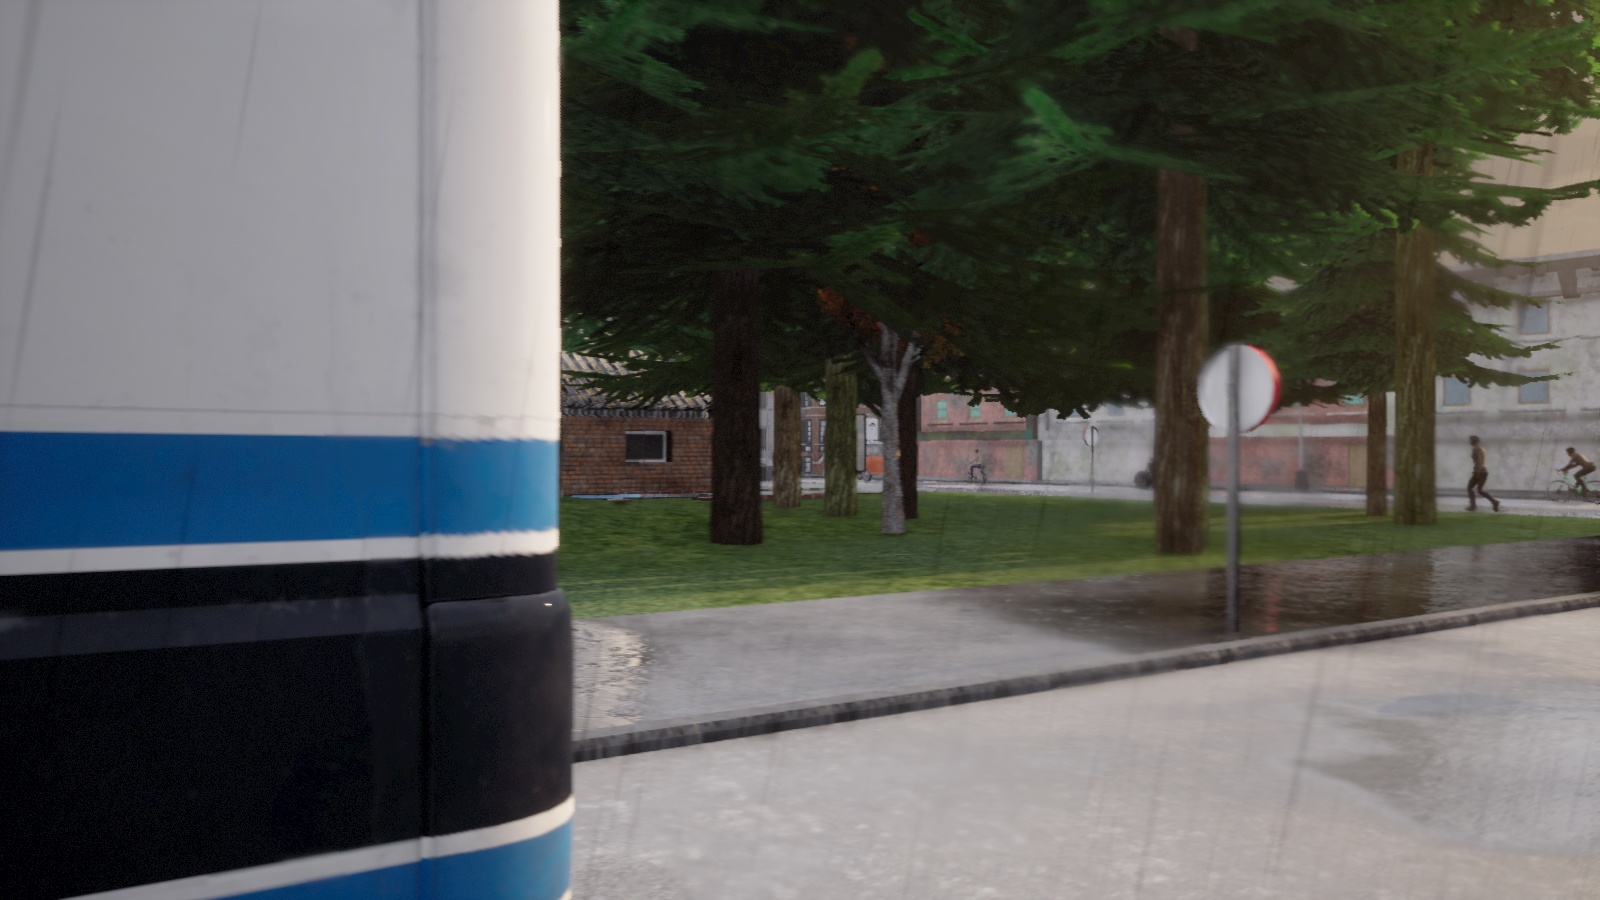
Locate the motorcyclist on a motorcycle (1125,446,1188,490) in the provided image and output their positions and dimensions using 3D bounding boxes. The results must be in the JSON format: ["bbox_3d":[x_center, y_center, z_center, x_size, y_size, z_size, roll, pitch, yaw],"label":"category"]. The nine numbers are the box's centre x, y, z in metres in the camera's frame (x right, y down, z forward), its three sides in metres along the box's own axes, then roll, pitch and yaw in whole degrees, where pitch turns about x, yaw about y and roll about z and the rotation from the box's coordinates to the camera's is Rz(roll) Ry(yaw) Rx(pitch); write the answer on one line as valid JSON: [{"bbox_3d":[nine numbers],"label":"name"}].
[{"bbox_3d":[13.625,0.679,48.050,0.766,1.649,2.350,0,0,-35],"label":"motorcyclist on a motorcycle"}]

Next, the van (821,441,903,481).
[{"bbox_3d":[3.099,0.541,63.363,1.775,1.987,4.442,0,0,-35],"label":"van"}]

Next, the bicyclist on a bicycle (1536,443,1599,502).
[{"bbox_3d":[22.013,0.634,35.795,0.582,1.620,1.656,0,0,-34],"label":"bicyclist on a bicycle"}]

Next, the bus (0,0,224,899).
[{"bbox_3d":[-5.993,-0.605,0.101,10.273,4.253,3.944,0,0,-35],"label":"bus"}]

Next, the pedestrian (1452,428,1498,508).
[{"bbox_3d":[15.515,0.413,28.875,0.328,1.805,0.869,0,0,-33],"label":"pedestrian"}]

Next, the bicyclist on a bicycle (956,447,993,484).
[{"bbox_3d":[7.830,0.698,56.480,0.866,1.612,1.509,0,0,-34],"label":"bicyclist on a bicycle"}]
